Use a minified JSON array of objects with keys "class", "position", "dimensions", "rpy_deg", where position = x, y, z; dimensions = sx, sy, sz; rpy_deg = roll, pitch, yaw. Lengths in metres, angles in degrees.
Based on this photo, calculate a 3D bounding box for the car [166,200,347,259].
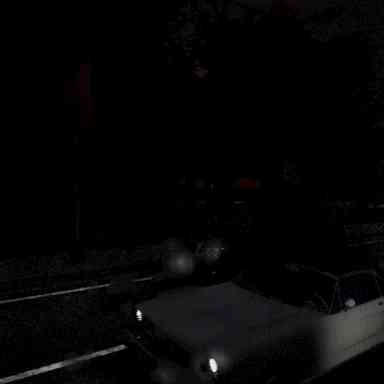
[{"class":"car","position":[2.017,1.263,9.119],"dimensions":[5.566,2.045,2.150],"rpy_deg":[0,0,-36]}]

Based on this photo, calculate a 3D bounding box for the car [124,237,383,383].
[{"class":"car","position":[1.511,1.625,4.766],"dimensions":[4.718,1.301,1.895],"rpy_deg":[0,0,-36]}]
